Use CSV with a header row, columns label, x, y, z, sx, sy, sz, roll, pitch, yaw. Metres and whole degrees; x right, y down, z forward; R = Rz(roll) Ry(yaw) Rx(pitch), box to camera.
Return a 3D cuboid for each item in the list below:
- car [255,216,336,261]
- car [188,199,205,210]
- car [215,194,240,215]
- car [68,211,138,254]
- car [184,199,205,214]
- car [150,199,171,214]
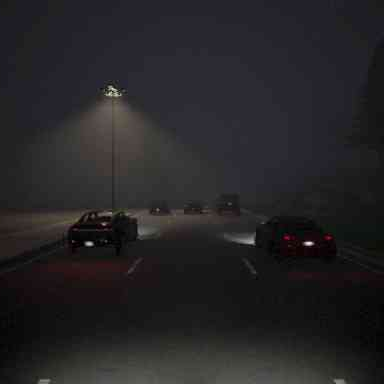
label,x,y,z,sx,sy,sz,roll,pitch,yaw
car,3.600,1.564,12.255,1.994,1.385,4.181,0,0,0
car,0.621,1.601,44.418,1.895,1.301,4.718,0,0,6
car,3.622,1.221,34.255,2.150,2.045,5.566,0,0,0
car,-3.399,1.491,13.424,2.128,1.511,4.902,0,0,0
car,0.138,1.526,35.256,1.812,1.442,4.674,0,0,1
car,-3.358,1.504,35.316,1.837,1.490,4.892,0,0,1
